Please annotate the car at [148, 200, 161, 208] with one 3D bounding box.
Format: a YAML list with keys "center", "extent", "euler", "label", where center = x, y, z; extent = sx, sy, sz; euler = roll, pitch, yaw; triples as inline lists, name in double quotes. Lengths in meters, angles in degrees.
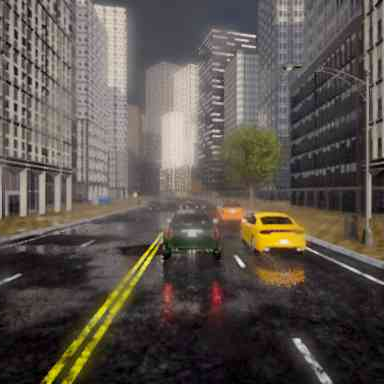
- center: [-6.572, 2.121, 59.307]
  extent: [1.994, 1.385, 4.181]
  euler: [0, -1, 0]
  label: "car"

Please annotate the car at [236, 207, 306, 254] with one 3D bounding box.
- center: [3.273, 1.622, 14.226]
  extent: [1.882, 1.535, 5.008]
  euler: [0, 0, 0]
  label: "car"

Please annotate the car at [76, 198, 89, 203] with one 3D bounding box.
- center: [-28.215, 2.145, 84.370]
  extent: [4.507, 1.381, 1.887]
  euler: [0, 0, 1]
  label: "car"

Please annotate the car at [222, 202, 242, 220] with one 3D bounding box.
- center: [3.261, 1.634, 28.394]
  extent: [2.097, 1.767, 4.553]
  euler: [0, -1, 0]
  label: "car"

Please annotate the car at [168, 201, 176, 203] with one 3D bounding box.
- center: [-3.334, 2.145, 57.765]
  extent: [1.895, 1.301, 4.718]
  euler: [0, -1, 0]
  label: "car"

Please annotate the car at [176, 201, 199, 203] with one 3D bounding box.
- center: [0.011, 1.634, 28.395]
  extent: [2.097, 1.767, 4.553]
  euler: [0, -1, 0]
  label: "car"

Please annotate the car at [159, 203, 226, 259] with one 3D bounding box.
- center: [0.015, 1.487, 13.395]
  extent: [2.097, 1.767, 4.553]
  euler: [0, -1, 0]
  label: "car"

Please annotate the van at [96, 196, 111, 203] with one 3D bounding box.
- center: [-22.675, 1.967, 84.326]
  extent: [3.998, 1.788, 1.690]
  euler: [0, 0, 1]
  label: "van"
